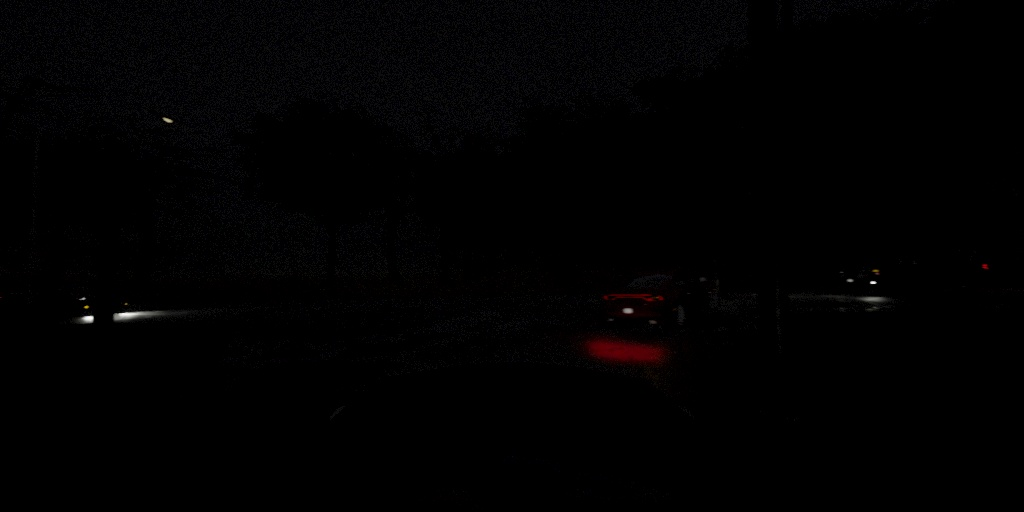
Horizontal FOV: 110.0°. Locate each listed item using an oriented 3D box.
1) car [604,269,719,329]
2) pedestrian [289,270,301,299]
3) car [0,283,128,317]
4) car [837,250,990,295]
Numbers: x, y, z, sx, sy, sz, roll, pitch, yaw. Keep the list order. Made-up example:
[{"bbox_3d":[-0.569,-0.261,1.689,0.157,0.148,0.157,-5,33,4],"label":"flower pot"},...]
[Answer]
[{"bbox_3d":[4.743,1.146,11.158,1.882,1.535,5.008,-6,-1,44],"label":"car"},{"bbox_3d":[-13.919,1.823,22.885,0.375,1.860,0.375,0,-2,3],"label":"pedestrian"},{"bbox_3d":[-19.370,1.852,15.544,4.181,1.385,1.994,-1,-3,3],"label":"car"},{"bbox_3d":[19.205,0.780,17.335,5.566,2.045,2.150,-1,-3,3],"label":"car"}]
